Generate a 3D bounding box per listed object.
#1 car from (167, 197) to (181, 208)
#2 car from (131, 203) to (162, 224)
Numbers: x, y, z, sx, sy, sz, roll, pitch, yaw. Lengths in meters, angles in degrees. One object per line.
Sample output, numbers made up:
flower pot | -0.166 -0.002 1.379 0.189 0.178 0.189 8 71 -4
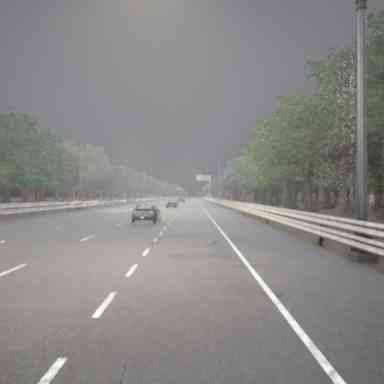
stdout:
car | -3.357 2.012 57.312 1.812 1.442 4.674 0 -1 0
car | -3.481 1.628 25.803 2.128 1.511 4.902 0 -1 0
